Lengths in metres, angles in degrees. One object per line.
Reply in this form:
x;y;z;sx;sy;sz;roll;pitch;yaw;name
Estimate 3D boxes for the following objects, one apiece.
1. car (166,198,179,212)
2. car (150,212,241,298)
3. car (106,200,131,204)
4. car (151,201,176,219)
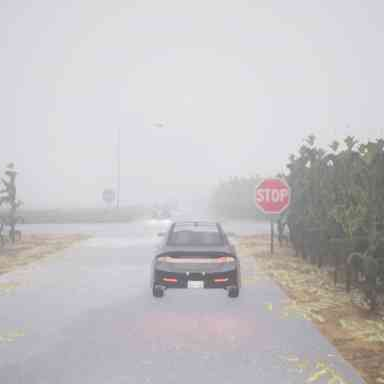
-3.107;1.946;50.952;2.150;2.045;5.566;0;-1;0;car
0.098;1.499;8.534;2.128;1.511;4.902;0;0;1;car
-16.142;2.542;73.223;5.357;1.411;2.033;0;-1;0;car
-3.146;1.945;34.731;2.128;1.511;4.902;0;-1;0;car
